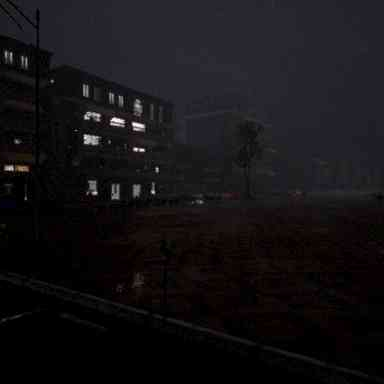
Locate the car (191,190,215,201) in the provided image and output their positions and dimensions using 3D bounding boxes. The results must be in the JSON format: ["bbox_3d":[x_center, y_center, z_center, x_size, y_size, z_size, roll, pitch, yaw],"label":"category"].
[{"bbox_3d":[2.048,0.592,58.724,2.097,1.767,4.553,1,1,35],"label":"car"}]

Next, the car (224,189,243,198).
[{"bbox_3d":[9.211,0.226,73.770,2.192,1.841,5.009,2,2,35],"label":"car"}]

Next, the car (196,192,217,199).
[{"bbox_3d":[2.869,0.649,64.619,1.947,1.339,4.313,2,2,35],"label":"car"}]

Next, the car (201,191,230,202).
[{"bbox_3d":[3.419,0.875,50.691,2.008,1.369,4.403,2,2,35],"label":"car"}]

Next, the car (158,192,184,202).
[{"bbox_3d":[-3.471,0.807,55.461,2.008,1.369,4.403,2,2,35],"label":"car"}]

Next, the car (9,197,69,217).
[{"bbox_3d":[-12.429,1.328,27.798,1.947,1.339,4.313,2,2,35],"label":"car"}]

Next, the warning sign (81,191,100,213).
[{"bbox_3d":[-8.813,0.850,28.884,1.300,1.860,1.060,-1,0,35],"label":"warning sign"}]

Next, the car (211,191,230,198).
[{"bbox_3d":[5.942,0.525,69.057,1.752,1.417,4.829,2,2,35],"label":"car"}]

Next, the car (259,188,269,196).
[{"bbox_3d":[18.720,-0.031,87.506,2.192,1.841,5.009,2,2,35],"label":"car"}]

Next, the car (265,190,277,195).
[{"bbox_3d":[21.887,0.113,92.091,1.887,1.381,4.507,2,2,35],"label":"car"}]

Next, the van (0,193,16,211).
[{"bbox_3d":[-19.317,1.034,32.561,1.690,1.788,3.998,2,2,35],"label":"van"}]

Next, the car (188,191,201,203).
[{"bbox_3d":[-1.195,0.854,48.771,1.882,1.535,5.008,1,1,35],"label":"car"}]

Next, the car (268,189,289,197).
[{"bbox_3d":[19.268,0.444,73.586,2.008,1.369,4.403,2,2,35],"label":"car"}]

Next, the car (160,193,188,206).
[{"bbox_3d":[-2.921,1.049,41.533,2.008,1.369,4.403,2,2,35],"label":"car"}]

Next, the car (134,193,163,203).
[{"bbox_3d":[-6.641,0.909,50.882,1.947,1.339,4.313,2,2,35],"label":"car"}]

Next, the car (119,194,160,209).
[{"bbox_3d":[-6.091,1.131,36.954,1.887,1.381,4.507,2,2,35],"label":"car"}]

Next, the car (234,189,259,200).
[{"bbox_3d":[9.856,0.674,59.988,1.752,1.417,4.829,2,2,35],"label":"car"}]

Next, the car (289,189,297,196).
[{"bbox_3d":[22.437,0.359,78.163,2.008,1.369,4.403,2,2,35],"label":"car"}]

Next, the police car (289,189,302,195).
[{"bbox_3d":[27.607,0.038,88.913,1.930,1.638,5.238,0,1,34],"label":"police car"}]

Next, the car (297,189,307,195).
[{"bbox_3d":[28.778,0.077,87.319,1.967,1.590,4.097,2,2,35],"label":"car"}]

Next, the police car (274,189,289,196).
[{"bbox_3d":[21.792,0.188,80.775,1.930,1.638,5.238,0,1,32],"label":"police car"}]

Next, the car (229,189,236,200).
[{"bbox_3d":[7.326,0.502,61.078,2.097,1.767,4.553,1,1,35],"label":"car"}]
